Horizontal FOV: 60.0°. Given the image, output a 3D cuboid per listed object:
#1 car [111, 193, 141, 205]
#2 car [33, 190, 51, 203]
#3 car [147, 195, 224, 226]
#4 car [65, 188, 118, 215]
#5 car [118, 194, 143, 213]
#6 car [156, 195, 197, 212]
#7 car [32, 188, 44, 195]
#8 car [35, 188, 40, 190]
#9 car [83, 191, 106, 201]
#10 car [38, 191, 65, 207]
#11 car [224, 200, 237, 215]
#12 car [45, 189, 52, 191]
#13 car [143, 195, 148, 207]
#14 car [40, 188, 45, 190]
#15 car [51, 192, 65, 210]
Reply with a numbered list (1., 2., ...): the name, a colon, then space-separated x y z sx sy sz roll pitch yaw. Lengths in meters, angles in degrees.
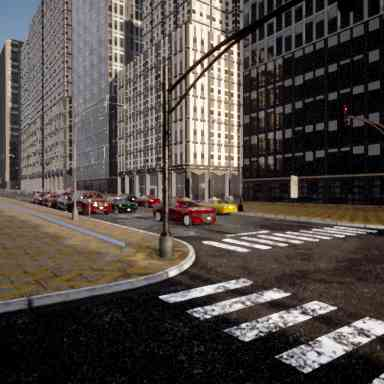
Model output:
1. car: -8.203 0.856 41.254 1.947 1.339 4.313 1 0 -36
2. car: -18.279 0.794 40.851 1.802 1.307 4.206 1 0 -36
3. car: -0.567 1.177 20.921 1.882 1.535 5.008 0 1 -38
4. car: -8.343 0.841 27.228 2.192 1.841 5.009 1 0 -36
5. car: -6.475 1.112 29.035 1.895 1.301 4.718 0 1 -36
6. car: -1.582 1.066 32.173 1.947 1.339 4.313 1 0 -36
7. car: -37.995 -0.208 82.123 1.967 1.590 4.097 1 0 -36
8. car: -34.685 -0.104 77.583 1.967 1.590 4.097 1 0 -36
9. car: -14.824 0.646 50.337 1.947 1.339 4.313 1 0 -36
10. car: -14.968 0.861 36.310 1.887 1.381 4.507 1 0 -36
11. car: 1.698 1.127 27.823 1.752 1.417 4.829 1 0 -36
12. car: -28.066 0.214 68.501 2.008 1.369 4.403 1 0 -36
13. car: -4.892 0.977 36.713 1.802 1.307 4.206 1 0 -36
14. car: -31.376 0.104 73.042 1.887 1.381 4.507 1 0 -36
15. car: -11.659 0.987 31.770 1.947 1.339 4.313 1 0 -36
